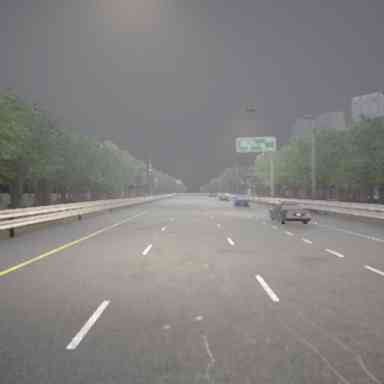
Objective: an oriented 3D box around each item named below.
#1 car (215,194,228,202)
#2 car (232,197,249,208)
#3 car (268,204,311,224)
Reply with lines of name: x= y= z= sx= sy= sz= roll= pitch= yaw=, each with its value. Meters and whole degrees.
car: x=7.267 y=1.310 z=78.054 sx=2.097 sy=1.767 sz=4.553 roll=0 pitch=0 yaw=0
car: x=7.130 y=1.477 z=49.177 sx=1.882 sy=1.535 sz=5.008 roll=0 pitch=0 yaw=0
car: x=7.032 y=1.549 z=24.397 sx=2.033 sy=1.411 sz=5.357 roll=0 pitch=0 yaw=0
